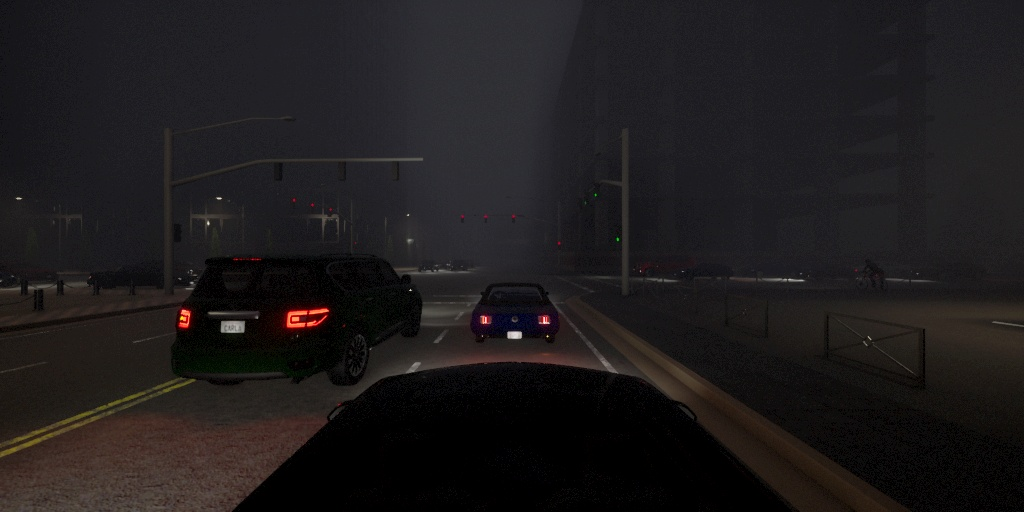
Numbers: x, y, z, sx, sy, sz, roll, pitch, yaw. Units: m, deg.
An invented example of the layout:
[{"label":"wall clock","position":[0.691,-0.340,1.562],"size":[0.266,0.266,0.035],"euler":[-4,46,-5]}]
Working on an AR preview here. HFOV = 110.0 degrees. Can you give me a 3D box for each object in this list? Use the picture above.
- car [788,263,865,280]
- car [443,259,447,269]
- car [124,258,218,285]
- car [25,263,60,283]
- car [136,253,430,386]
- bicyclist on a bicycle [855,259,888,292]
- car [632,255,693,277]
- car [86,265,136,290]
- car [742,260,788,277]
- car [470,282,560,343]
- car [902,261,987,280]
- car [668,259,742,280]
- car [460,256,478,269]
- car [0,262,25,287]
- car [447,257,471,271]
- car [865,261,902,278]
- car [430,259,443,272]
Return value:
[{"label":"car","position":[25.601,1.258,29.310],"size":[4.181,1.385,1.994],"euler":[0,0,0]},{"label":"car","position":[-10.619,1.241,55.250],"size":[2.128,1.511,4.902],"euler":[0,0,0]},{"label":"car","position":[-23.739,1.046,25.111],"size":[4.553,1.767,2.097],"euler":[0,0,0]},{"label":"car","position":[-34.935,1.172,25.122],"size":[5.008,1.535,1.882],"euler":[0,0,0]},{"label":"car","position":[-3.441,0.971,7.129],"size":[2.150,2.045,5.566],"euler":[0,0,0]},{"label":"bicyclist on a bicycle","position":[18.322,0.998,18.298],"size":[0.582,1.620,1.656],"euler":[0,0,0]},{"label":"car","position":[13.918,0.917,32.766],"size":[5.566,2.045,2.150],"euler":[0,0,0]},{"label":"car","position":[-22.046,1.242,21.616],"size":[5.357,1.411,2.033],"euler":[0,0,-2]},{"label":"car","position":[23.647,1.172,32.801],"size":[5.008,1.535,1.882],"euler":[0,0,-1]},{"label":"car","position":[0.075,1.351,9.644],"size":[1.895,1.301,4.718],"euler":[0,0,0]},{"label":"car","position":[35.595,1.199,29.336],"size":[4.892,1.490,1.837],"euler":[0,0,0]},{"label":"car","position":[15.637,1.220,29.250],"size":[4.674,1.442,1.812],"euler":[0,0,0]},{"label":"car","position":[-7.114,1.227,58.532],"size":[1.882,1.535,5.008],"euler":[0,0,0]},{"label":"car","position":[-33.079,1.220,21.607],"size":[4.674,1.442,1.812],"euler":[0,0,0]},{"label":"car","position":[-7.123,1.255,48.531],"size":[1.837,1.490,4.892],"euler":[0,0,0]},{"label":"car","position":[33.642,1.220,32.831],"size":[4.674,1.442,1.812],"euler":[0,0,0]},{"label":"car","position":[-10.623,1.255,45.907],"size":[1.837,1.490,4.892],"euler":[0,0,0]}]
